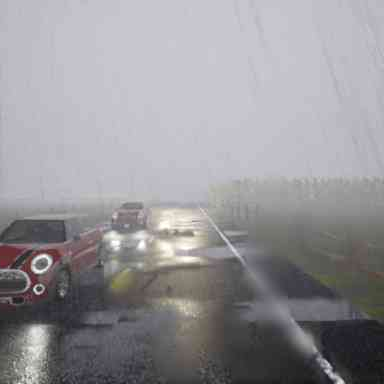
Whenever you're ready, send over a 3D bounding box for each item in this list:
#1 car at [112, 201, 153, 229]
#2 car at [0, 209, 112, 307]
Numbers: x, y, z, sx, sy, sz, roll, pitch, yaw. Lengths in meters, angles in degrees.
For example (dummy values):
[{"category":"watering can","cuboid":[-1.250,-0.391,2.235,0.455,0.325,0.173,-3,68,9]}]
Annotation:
[{"category":"car","cuboid":[-3.827,1.394,21.729,2.097,1.767,4.553,0,0,0]},{"category":"car","cuboid":[-3.679,1.383,8.272,2.097,1.767,4.553,0,0,0]}]
